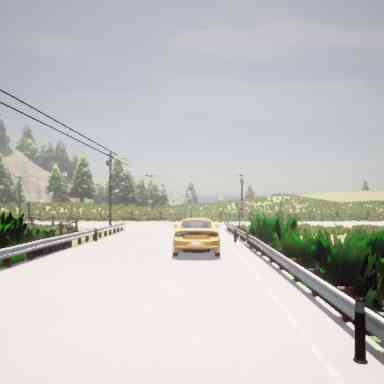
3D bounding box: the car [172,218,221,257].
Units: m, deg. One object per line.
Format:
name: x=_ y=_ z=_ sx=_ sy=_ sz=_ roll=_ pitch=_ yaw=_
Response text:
car: x=0.199 y=1.873 z=14.635 sx=1.882 sy=1.535 sz=5.008 roll=0 pitch=-3 yaw=1
